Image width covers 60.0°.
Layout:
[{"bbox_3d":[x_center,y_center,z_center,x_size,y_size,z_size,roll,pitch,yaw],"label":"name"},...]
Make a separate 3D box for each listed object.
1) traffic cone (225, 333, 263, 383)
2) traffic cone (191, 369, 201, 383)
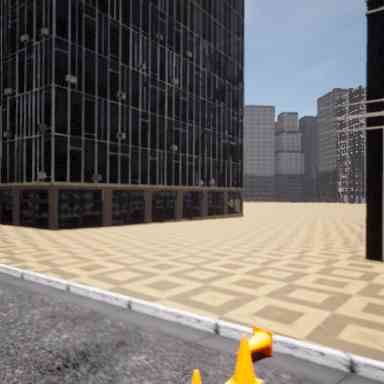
[{"bbox_3d":[0.616,1.978,3.945,0.340,0.580,0.340,0,0,35],"label":"traffic cone"},{"bbox_3d":[0.037,1.972,3.129,0.340,0.580,0.340,0,0,35],"label":"traffic cone"}]
